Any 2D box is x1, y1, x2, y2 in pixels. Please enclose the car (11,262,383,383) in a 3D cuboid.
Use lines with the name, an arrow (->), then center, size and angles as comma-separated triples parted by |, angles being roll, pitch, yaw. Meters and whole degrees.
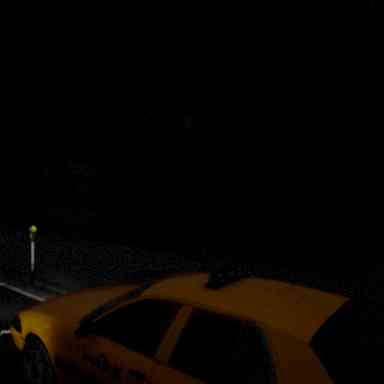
car -> 0.101, 1.468, 3.235 | 5.366, 1.575, 1.801 | 0, 0, 39
